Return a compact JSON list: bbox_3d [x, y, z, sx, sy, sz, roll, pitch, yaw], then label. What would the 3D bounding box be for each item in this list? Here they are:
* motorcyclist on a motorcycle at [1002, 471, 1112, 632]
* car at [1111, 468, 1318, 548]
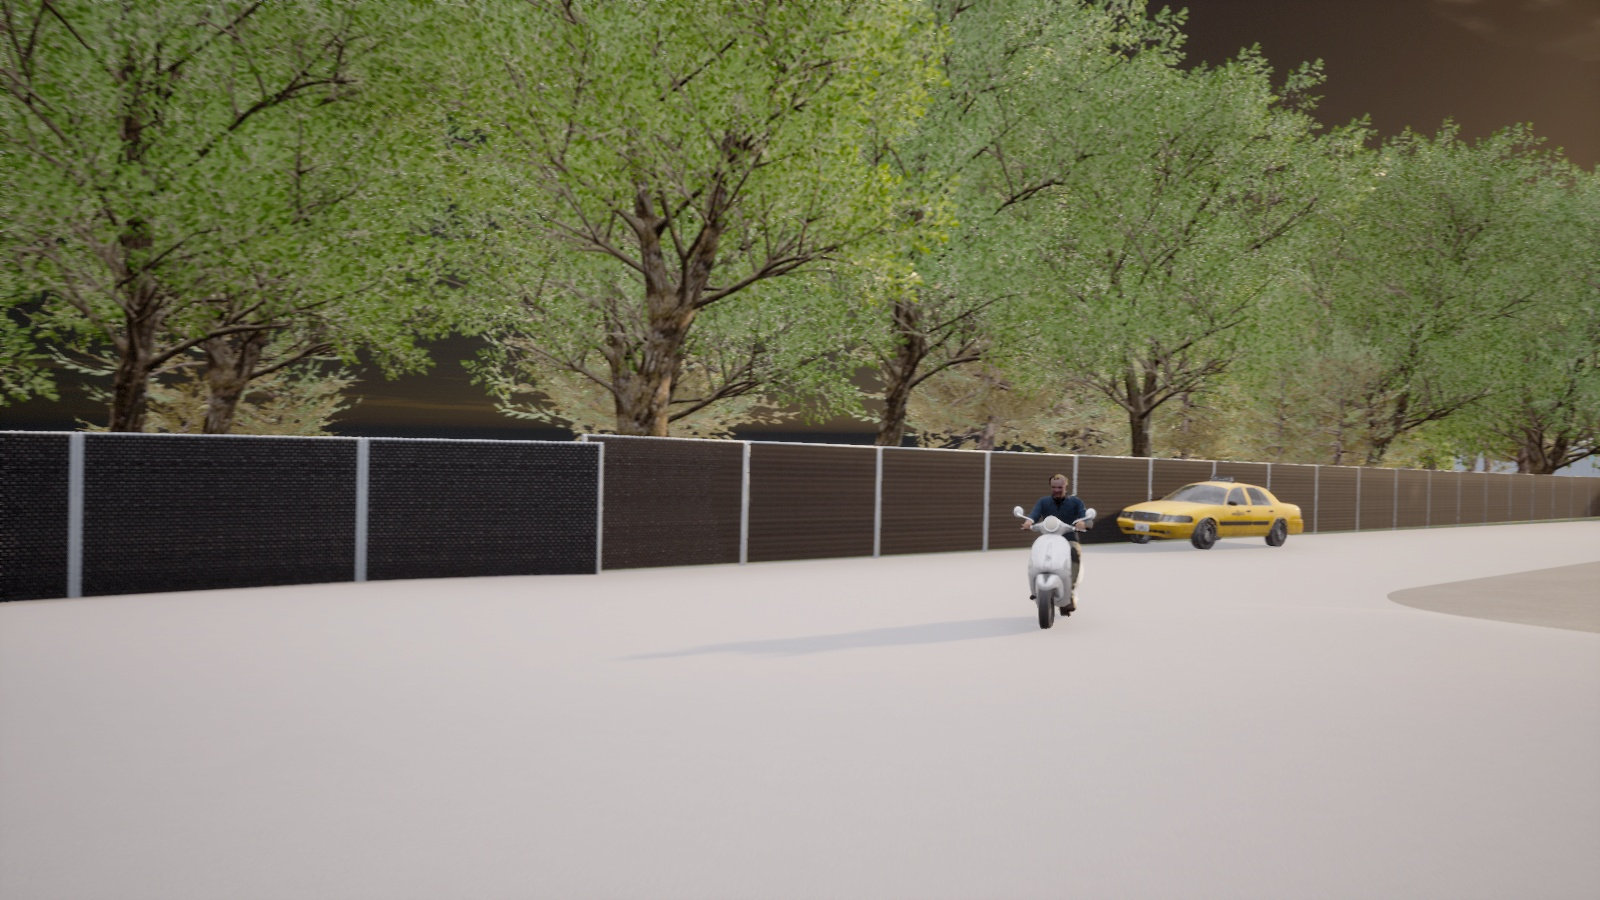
[{"bbox_3d":[2.775,1.033,13.420,0.866,1.590,1.817,-1,-2,21],"label":"motorcyclist on a motorcycle"},{"bbox_3d":[9.414,1.279,28.279,5.366,1.575,1.801,2,1,-40],"label":"car"}]
